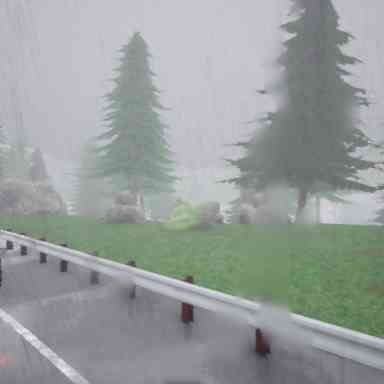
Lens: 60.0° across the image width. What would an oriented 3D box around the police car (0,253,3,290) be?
[{"bbox_3d":[-5.919,1.351,7.465,5.238,1.638,1.930,0,1,45],"label":"police car"}]
